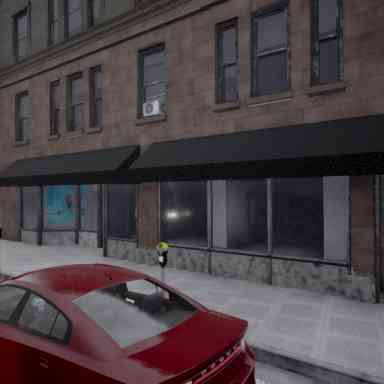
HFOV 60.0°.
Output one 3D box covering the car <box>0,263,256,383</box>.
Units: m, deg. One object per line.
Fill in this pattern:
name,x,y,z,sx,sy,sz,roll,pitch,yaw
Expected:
car,-1.501,1.545,3.919,4.507,1.381,1.887,0,0,35
